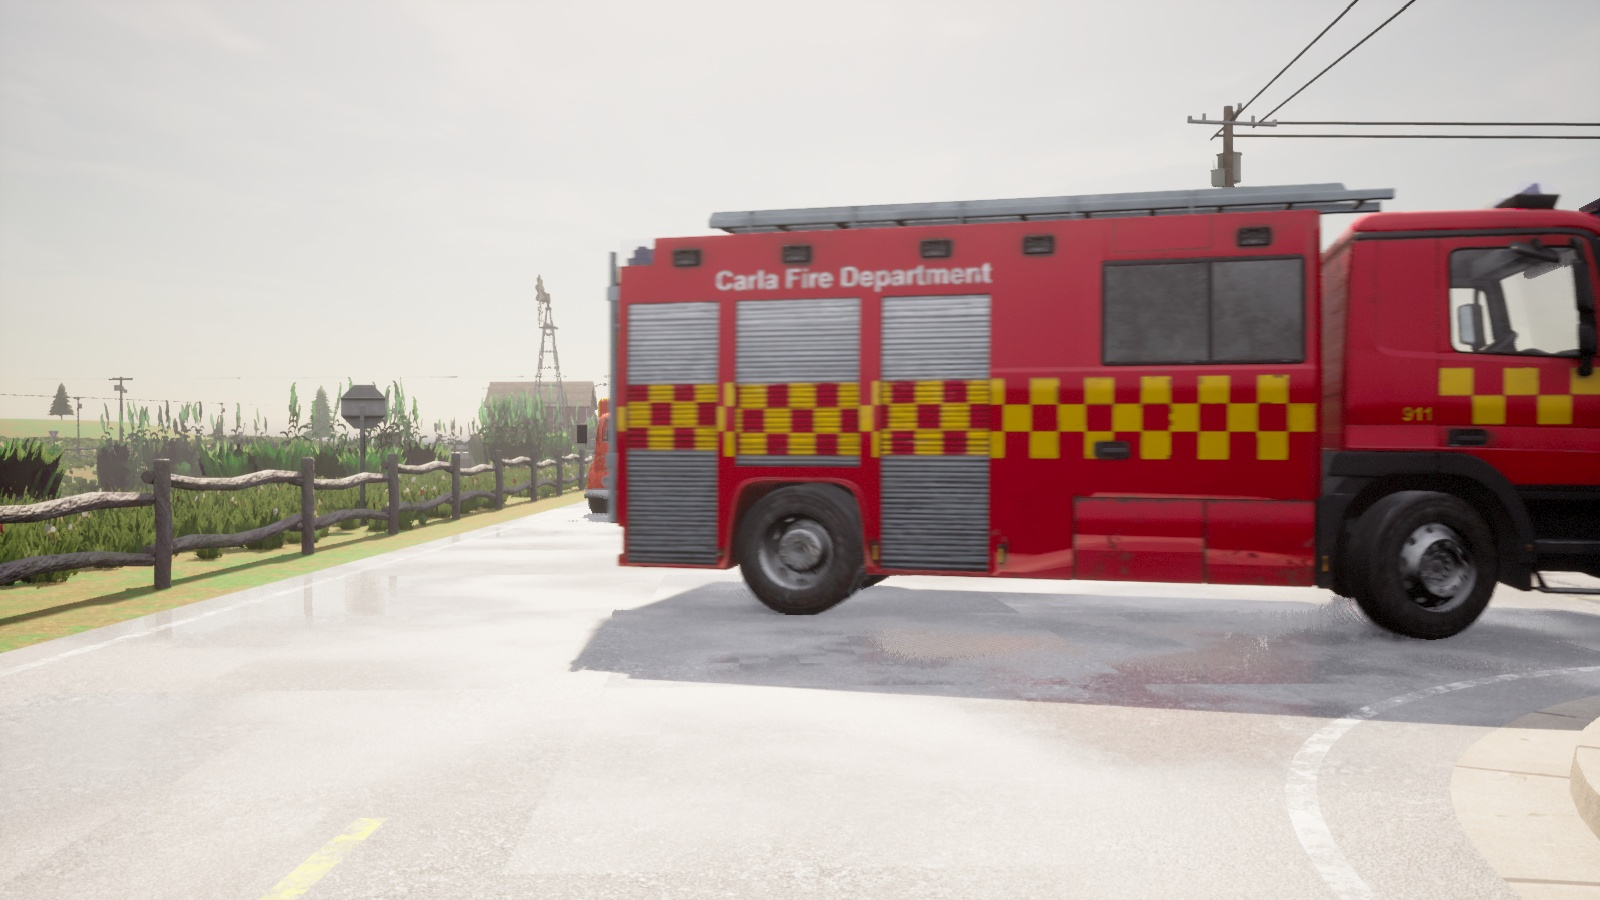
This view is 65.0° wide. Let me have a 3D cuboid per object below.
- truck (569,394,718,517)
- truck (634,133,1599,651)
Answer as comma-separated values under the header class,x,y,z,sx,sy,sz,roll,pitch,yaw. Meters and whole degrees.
class,x,y,z,sx,sy,sz,roll,pitch,yaw
truck,-3.311,0.105,27.863,2.627,2.467,5.204,0,0,0
truck,2.989,-0.455,11.528,8.468,3.827,2.891,0,0,14
